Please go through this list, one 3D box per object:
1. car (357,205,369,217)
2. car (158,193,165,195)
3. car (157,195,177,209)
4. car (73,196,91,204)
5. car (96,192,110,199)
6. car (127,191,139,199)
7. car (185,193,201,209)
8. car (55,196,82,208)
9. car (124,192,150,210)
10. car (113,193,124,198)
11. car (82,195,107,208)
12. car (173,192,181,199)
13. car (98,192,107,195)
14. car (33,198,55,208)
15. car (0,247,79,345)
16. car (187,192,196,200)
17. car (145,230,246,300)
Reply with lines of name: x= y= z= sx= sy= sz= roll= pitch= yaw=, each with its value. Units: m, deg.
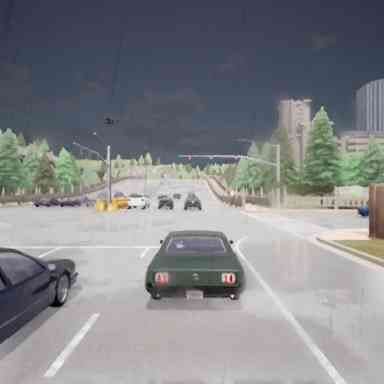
car: x=16.999 y=1.456 z=28.842 sx=5.008 sy=1.535 sz=1.882 roll=0 pitch=0 yaw=0
car: x=-7.107 y=0.997 z=77.928 sx=1.895 sy=1.301 sz=4.718 roll=0 pitch=4 yaw=0
car: x=-3.397 y=1.471 z=44.382 sx=1.837 sy=1.490 sz=4.892 roll=0 pitch=0 yaw=0
car: x=-21.050 y=1.462 z=63.893 sx=1.812 sy=1.442 sz=4.674 roll=0 pitch=1 yaw=0
car: x=-21.113 y=0.800 z=78.950 sx=2.128 sy=1.511 sz=4.902 roll=0 pitch=3 yaw=0
car: x=-14.119 y=0.656 z=80.100 sx=1.882 sy=1.535 sz=5.008 roll=0 pitch=3 yaw=0
car: x=0.102 y=1.319 z=44.017 sx=2.097 sy=1.767 sz=4.553 roll=0 pitch=0 yaw=0
car: x=-17.584 y=1.565 z=48.225 sx=1.895 sy=1.301 sz=4.718 roll=0 pitch=0 yaw=0
car: x=-6.896 y=1.189 z=43.375 sx=2.150 sy=2.045 sz=5.566 roll=0 pitch=0 yaw=0
car: x=-14.067 y=1.411 z=65.092 sx=2.128 sy=1.511 sz=4.902 roll=0 pitch=1 yaw=0
car: x=-14.087 y=1.489 z=48.567 sx=1.812 sy=1.442 sz=4.674 roll=0 pitch=0 yaw=0
car: x=-3.614 y=0.845 z=79.159 sx=2.128 sy=1.511 sz=4.902 roll=0 pitch=4 yaw=0
car: x=-17.558 y=1.405 z=64.519 sx=1.882 sy=1.535 sz=5.008 roll=0 pitch=1 yaw=0
car: x=-21.083 y=1.511 z=48.519 sx=2.033 sy=1.411 sz=5.357 roll=0 pitch=0 yaw=0
car: x=-3.431 y=1.544 z=4.894 sx=2.033 sy=1.411 sz=5.357 roll=0 pitch=0 yaw=0
car: x=-0.109 y=0.916 z=78.348 sx=2.033 sy=1.411 sz=5.357 roll=0 pitch=4 yaw=0
car: x=0.108 y=1.595 z=8.304 sx=1.895 sy=1.301 sz=4.718 roll=0 pitch=0 yaw=1
